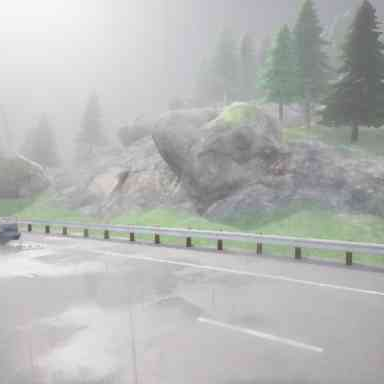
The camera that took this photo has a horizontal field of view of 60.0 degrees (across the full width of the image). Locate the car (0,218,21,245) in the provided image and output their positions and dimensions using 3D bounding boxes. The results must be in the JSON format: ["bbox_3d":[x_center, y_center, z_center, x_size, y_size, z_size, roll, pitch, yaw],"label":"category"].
[{"bbox_3d":[-9.618,1.563,14.275,5.357,1.411,2.033,0,0,31],"label":"car"}]
